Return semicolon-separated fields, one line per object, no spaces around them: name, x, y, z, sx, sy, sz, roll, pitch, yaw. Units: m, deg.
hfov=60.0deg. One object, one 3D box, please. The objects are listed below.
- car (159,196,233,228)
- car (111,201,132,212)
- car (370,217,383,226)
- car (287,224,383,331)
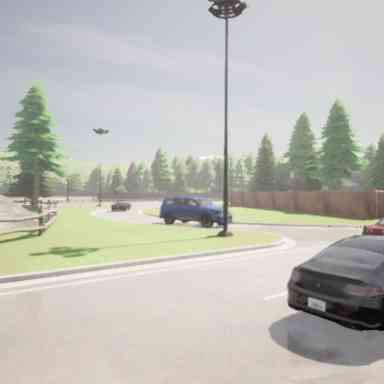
car;0.182;1.329;23.462;5.566;2.045;2.150;0;0;38
car;-8.684;1.730;41.114;1.895;1.301;4.718;0;0;-1
car;9.791;1.729;15.027;4.718;1.301;1.895;1;0;-35
car;3.796;1.577;6.456;4.674;1.442;1.812;0;0;-35
